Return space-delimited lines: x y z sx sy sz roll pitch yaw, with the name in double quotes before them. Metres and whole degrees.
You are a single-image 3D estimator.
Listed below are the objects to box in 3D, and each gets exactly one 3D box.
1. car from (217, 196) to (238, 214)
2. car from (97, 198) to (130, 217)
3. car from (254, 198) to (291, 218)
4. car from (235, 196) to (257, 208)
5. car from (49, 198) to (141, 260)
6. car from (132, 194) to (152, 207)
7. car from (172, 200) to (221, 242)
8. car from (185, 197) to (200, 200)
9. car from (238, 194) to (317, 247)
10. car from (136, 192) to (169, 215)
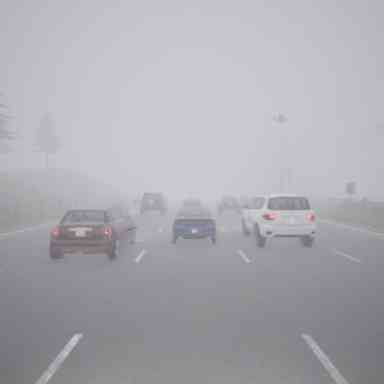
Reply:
"car" 3.543 1.132 32.627 2.097 1.767 4.553 0 0 1
"car" -6.984 1.324 30.137 1.812 1.442 4.674 0 0 1
"car" 7.009 1.350 29.454 2.033 1.411 5.357 0 0 1
"car" 7.050 1.252 43.992 2.033 1.411 5.357 0 0 0
"car" -3.401 1.269 12.264 2.097 1.767 4.553 0 0 0
"car" -6.933 1.166 46.595 1.882 1.535 5.008 0 1 0
"car" 0.099 1.372 15.689 1.882 1.535 5.008 0 1 0
"car" 0.059 1.246 34.524 1.882 1.535 5.008 0 1 0
"car" 3.600 1.116 14.669 2.150 2.045 5.566 0 -1 0
"car" -3.472 1.015 31.143 2.150 2.045 5.566 0 1 0
